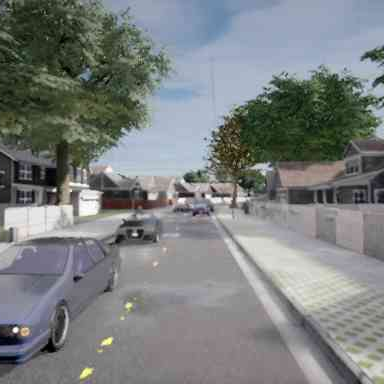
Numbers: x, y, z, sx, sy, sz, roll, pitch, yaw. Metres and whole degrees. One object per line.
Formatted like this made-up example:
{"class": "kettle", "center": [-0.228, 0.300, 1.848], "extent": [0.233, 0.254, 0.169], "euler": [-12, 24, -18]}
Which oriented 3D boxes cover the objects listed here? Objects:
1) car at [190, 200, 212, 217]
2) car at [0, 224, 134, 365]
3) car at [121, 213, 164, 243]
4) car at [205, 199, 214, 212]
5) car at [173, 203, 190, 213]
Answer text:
{"class": "car", "center": [1.087, 1.979, 37.539], "extent": [1.812, 1.442, 4.674], "euler": [0, -1, 4]}
{"class": "car", "center": [-2.773, 1.629, 6.573], "extent": [2.033, 1.411, 5.357], "euler": [0, -1, 1]}
{"class": "car", "center": [-2.584, 1.775, 17.122], "extent": [1.994, 1.385, 4.181], "euler": [0, -1, 1]}
{"class": "car", "center": [2.023, 1.915, 47.317], "extent": [2.097, 1.767, 4.553], "euler": [0, -1, 7]}
{"class": "car", "center": [-1.275, 2.096, 44.454], "extent": [1.994, 1.385, 4.181], "euler": [0, -1, 6]}
